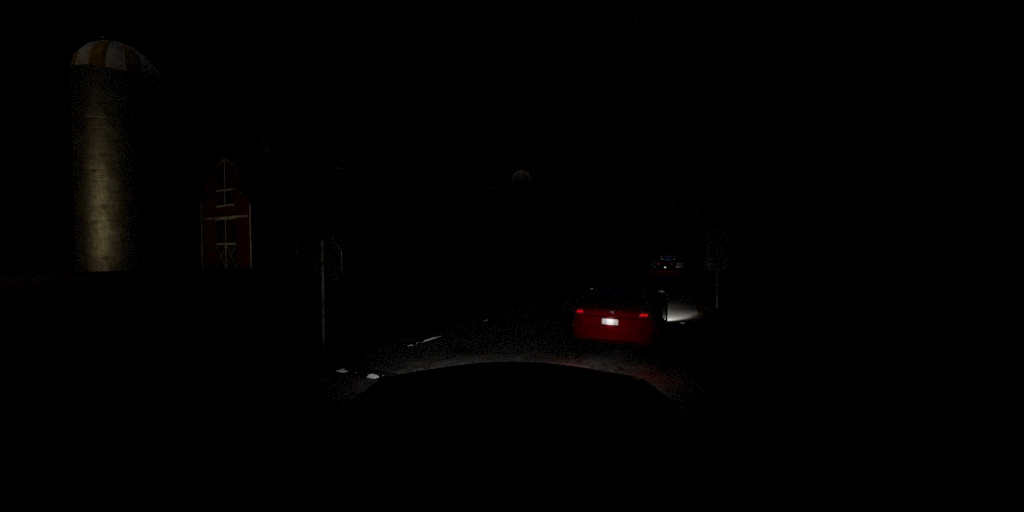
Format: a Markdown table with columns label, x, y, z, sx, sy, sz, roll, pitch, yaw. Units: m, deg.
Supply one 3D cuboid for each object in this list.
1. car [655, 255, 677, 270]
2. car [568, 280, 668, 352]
| label | x | y | z | sx | sy | sz | roll | pitch | yaw |
| --- | --- | --- | --- | --- | --- | --- | --- | --- | --- |
| car | 16.371 | 0.787 | 38.094 | 1.895 | 1.301 | 4.718 | 0 | 1 | 25 |
| car | 2.847 | 1.306 | 9.141 | 1.994 | 1.385 | 4.181 | 0 | 0 | 25 |
